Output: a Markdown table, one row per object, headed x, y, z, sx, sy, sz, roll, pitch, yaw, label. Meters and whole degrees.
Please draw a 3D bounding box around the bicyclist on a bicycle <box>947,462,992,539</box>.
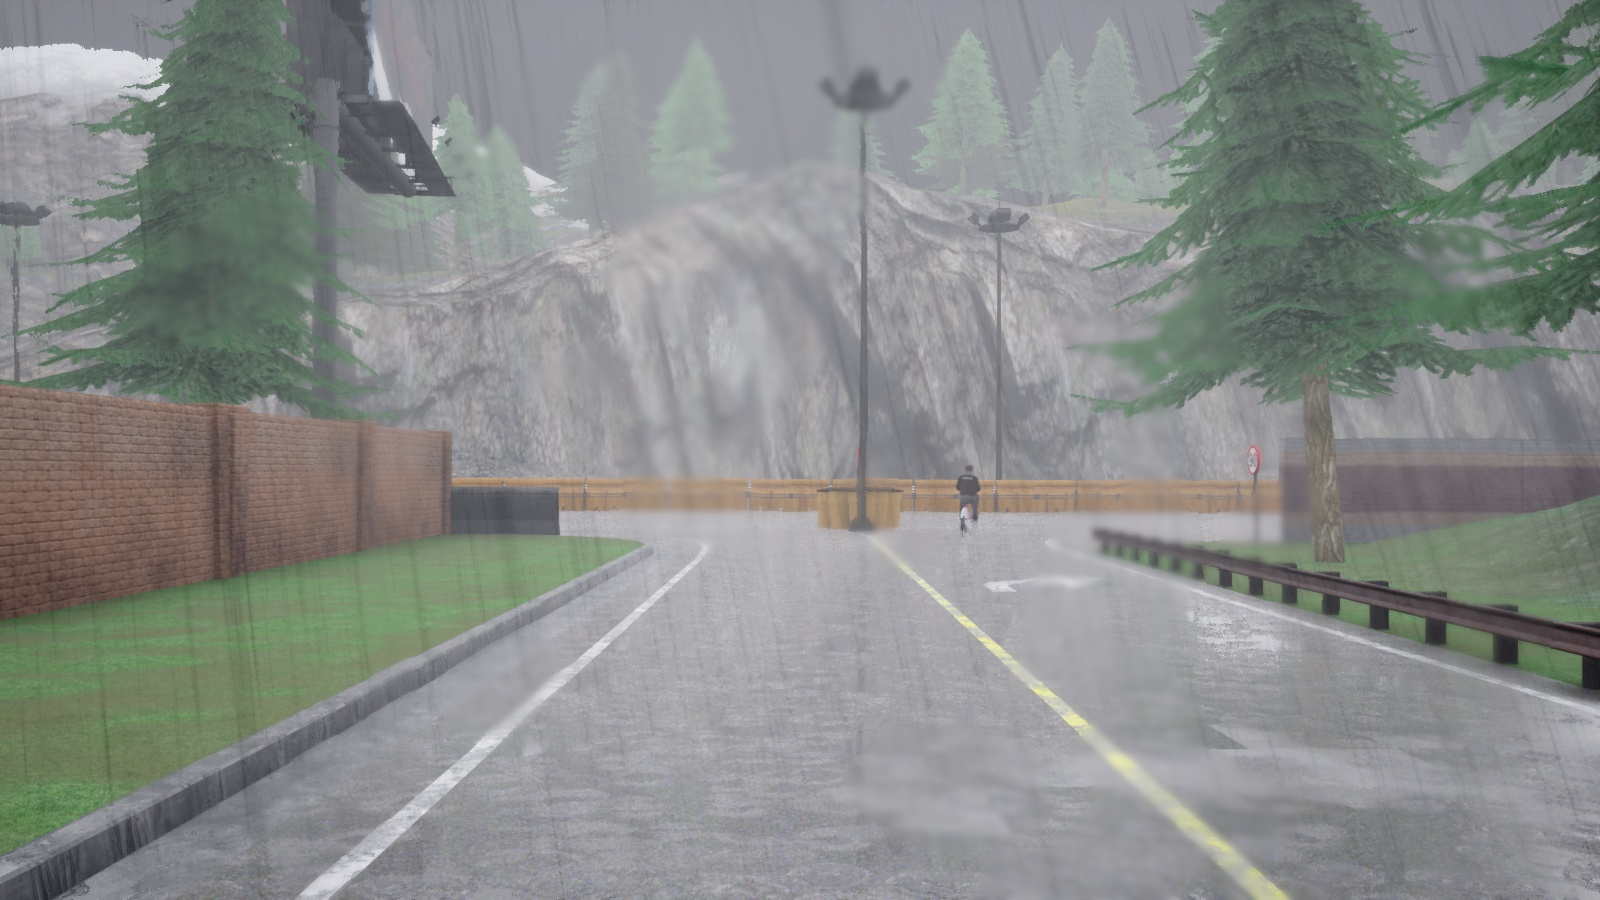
| x | y | z | sx | sy | sz | roll | pitch | yaw | label |
| --- | --- | --- | --- | --- | --- | --- | --- | --- | --- |
| 4.140 | 1.200 | 30.561 | 0.659 | 1.776 | 1.843 | 2 | 0 | 19 | bicyclist on a bicycle |
